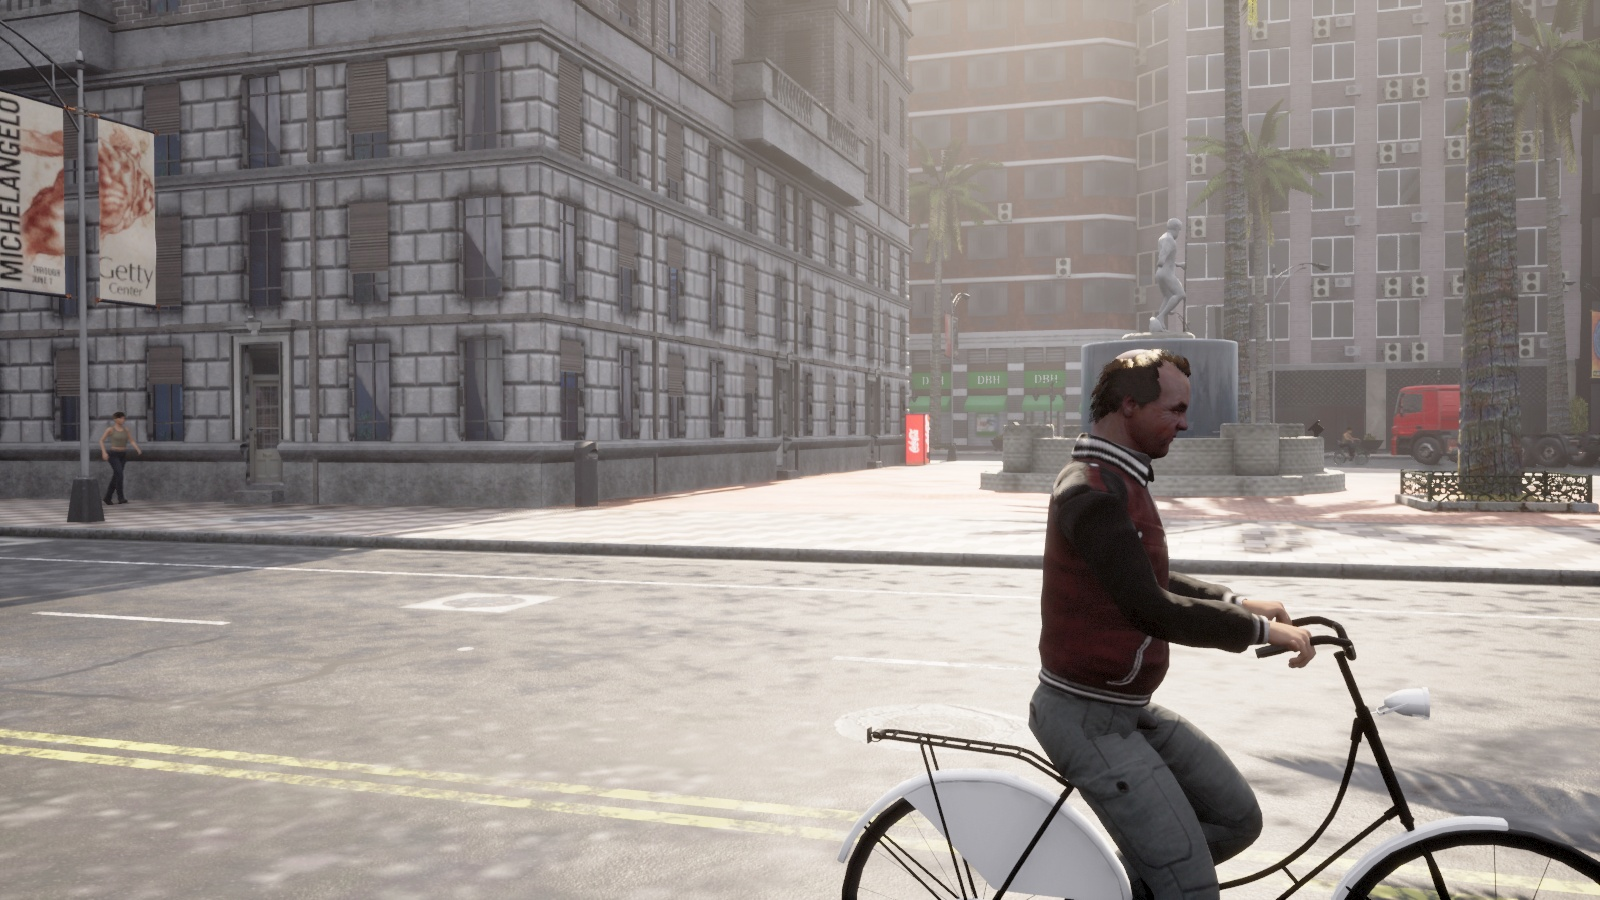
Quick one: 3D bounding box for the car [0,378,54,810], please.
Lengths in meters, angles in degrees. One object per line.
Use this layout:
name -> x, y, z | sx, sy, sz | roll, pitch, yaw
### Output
car -> -5.684, 0.582, 5.087 | 4.553, 1.767, 2.097 | 1, 1, 18

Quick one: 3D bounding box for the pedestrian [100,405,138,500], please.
pedestrian -> -13.197, 0.044, 24.348 | 0.594, 1.836, 0.345 | 1, 1, 24

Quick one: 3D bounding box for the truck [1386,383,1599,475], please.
truck -> 28.523, -0.871, 51.371 | 2.891, 3.462, 7.936 | 0, 1, -31

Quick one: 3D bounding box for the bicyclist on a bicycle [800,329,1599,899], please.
bicyclist on a bicycle -> 0.978, 0.655, 2.875 | 1.843, 1.776, 0.659 | 0, 1, 19

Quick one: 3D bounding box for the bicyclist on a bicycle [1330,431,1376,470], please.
bicyclist on a bicycle -> 23.180, 0.007, 52.633 | 0.866, 1.612, 1.509 | -1, 2, -39
